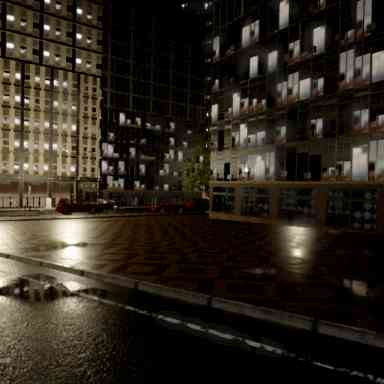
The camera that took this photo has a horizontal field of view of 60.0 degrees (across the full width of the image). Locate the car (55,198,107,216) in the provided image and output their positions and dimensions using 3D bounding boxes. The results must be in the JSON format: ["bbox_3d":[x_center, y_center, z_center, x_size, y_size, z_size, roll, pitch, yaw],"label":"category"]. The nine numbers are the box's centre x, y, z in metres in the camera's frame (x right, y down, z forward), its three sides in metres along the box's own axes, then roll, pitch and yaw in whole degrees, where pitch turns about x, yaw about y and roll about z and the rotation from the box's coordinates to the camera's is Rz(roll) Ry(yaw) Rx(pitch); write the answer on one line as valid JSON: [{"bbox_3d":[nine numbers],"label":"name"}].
[{"bbox_3d":[-12.480,1.641,36.807,5.009,1.841,2.192,1,1,-34],"label":"car"}]

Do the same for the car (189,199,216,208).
[{"bbox_3d":[1.813,1.869,56.095,4.313,1.339,1.947,1,1,-34],"label":"car"}]

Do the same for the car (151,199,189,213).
[{"bbox_3d":[-3.118,1.962,43.198,4.507,1.381,1.887,1,1,-34],"label":"car"}]

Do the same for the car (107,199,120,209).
[{"bbox_3d":[-12.238,1.716,46.515,4.403,1.369,2.008,1,1,-34],"label":"car"}]

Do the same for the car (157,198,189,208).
[{"bbox_3d":[-3.011,1.781,52.805,4.829,1.417,1.752,1,1,-34],"label":"car"}]

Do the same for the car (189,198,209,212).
[{"bbox_3d":[1.571,1.778,46.387,5.009,1.841,2.192,1,1,-34],"label":"car"}]
